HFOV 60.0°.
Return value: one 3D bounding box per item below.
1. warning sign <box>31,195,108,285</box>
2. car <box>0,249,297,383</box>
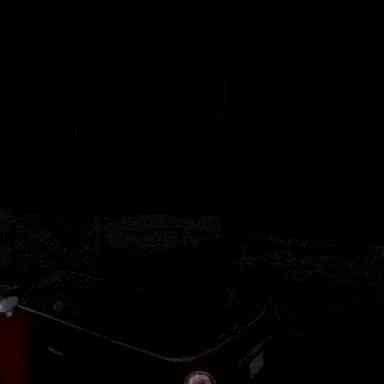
[{"bbox_3d":[-2.859,1.020,7.834,1.060,1.860,1.300,1,1,36],"label":"warning sign"},{"bbox_3d":[-1.054,1.398,3.833,4.097,1.590,1.967,1,1,36],"label":"car"}]
